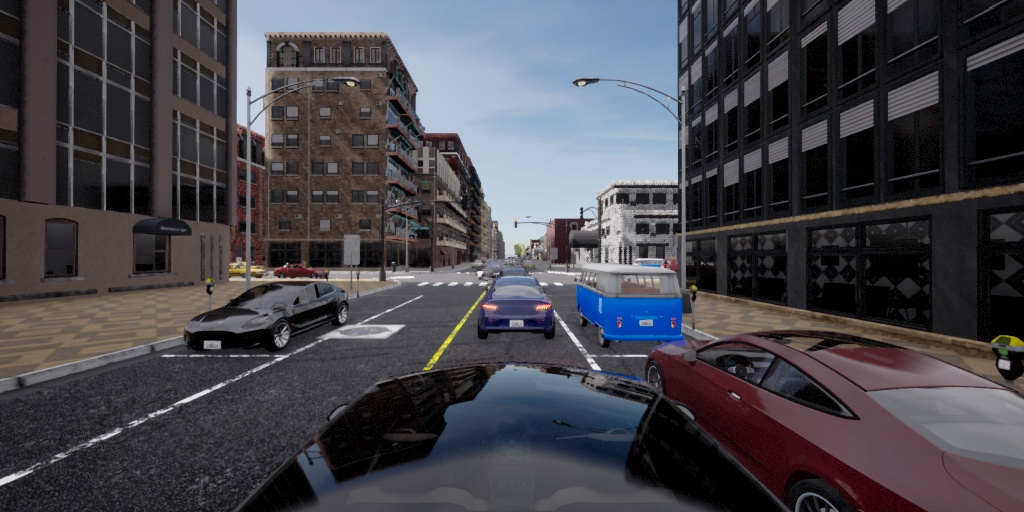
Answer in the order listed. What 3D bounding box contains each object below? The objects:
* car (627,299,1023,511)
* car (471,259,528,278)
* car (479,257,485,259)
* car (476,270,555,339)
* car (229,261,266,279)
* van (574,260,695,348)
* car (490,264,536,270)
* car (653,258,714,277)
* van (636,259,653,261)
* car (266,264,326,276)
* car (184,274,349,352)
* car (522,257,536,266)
[{"bbox_3d":[2.657,1.332,3.270,1.802,1.307,4.207,0,0,0],"label":"car"},{"bbox_3d":[-1.096,1.235,29.869,2.128,1.511,4.902,-1,-1,36],"label":"car"},{"bbox_3d":[-5.687,1.318,59.114,1.751,1.417,4.829,0,0,0],"label":"car"},{"bbox_3d":[0.101,1.277,9.959,1.812,1.442,4.674,0,0,0],"label":"car"},{"bbox_3d":[-22.958,1.216,29.755,4.829,1.417,1.751,0,0,0],"label":"car"},{"bbox_3d":[2.657,1.092,8.959,1.690,1.789,3.998,0,0,0],"label":"van"},{"bbox_3d":[0.093,1.318,18.411,1.994,1.385,4.181,0,0,0],"label":"car"},{"bbox_3d":[14.921,1.107,29.843,5.009,1.841,2.192,0,0,0],"label":"car"},{"bbox_3d":[14.900,1.175,38.223,3.998,1.789,1.690,0,0,0],"label":"van"},{"bbox_3d":[-17.465,1.284,29.768,4.207,1.307,1.802,0,0,0],"label":"car"},{"bbox_3d":[-5.690,1.317,8.986,1.948,1.339,4.313,0,0,0],"label":"car"},{"bbox_3d":[2.694,1.311,53.915,1.751,1.417,4.829,0,0,0],"label":"car"}]
